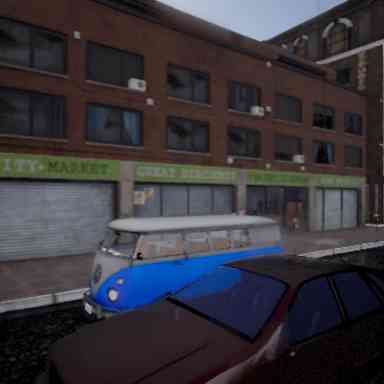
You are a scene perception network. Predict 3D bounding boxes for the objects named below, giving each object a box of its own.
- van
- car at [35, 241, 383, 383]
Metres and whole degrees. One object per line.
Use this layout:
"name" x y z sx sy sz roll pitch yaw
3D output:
"van" 0.046 1.376 6.592 3.998 1.788 1.690 1 0 -35
"car" 1.084 1.577 4.151 5.357 1.411 2.033 1 0 -35
